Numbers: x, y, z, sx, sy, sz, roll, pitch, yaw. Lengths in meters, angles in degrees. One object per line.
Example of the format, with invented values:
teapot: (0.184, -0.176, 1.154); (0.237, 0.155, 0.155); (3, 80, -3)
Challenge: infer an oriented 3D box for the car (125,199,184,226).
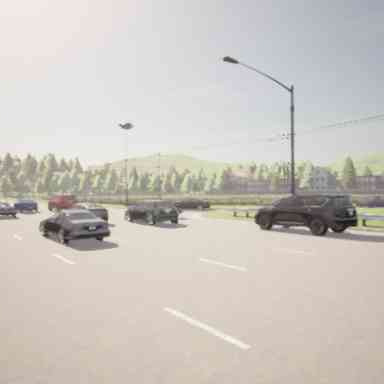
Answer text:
car: (-2.938, 1.344, 23.687); (2.097, 1.767, 4.553); (-1, 0, -38)

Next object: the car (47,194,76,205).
car: (-15.268, 1.296, 39.215); (2.150, 2.045, 5.566); (-1, 0, -38)

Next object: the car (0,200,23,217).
car: (-17.816, 1.654, 31.174); (2.033, 1.411, 5.357); (-1, 0, -38)

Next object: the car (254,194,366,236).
car: (5.976, 1.142, 18.086); (2.150, 2.045, 5.566); (-1, -1, -38)

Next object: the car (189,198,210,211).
car: (-0.361, 1.429, 38.999); (5.008, 1.535, 1.882); (0, 0, 8)

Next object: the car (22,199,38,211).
car: (-19.482, 1.588, 38.897); (1.882, 1.535, 5.008); (-1, 0, -38)

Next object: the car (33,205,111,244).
car: (-5.769, 1.573, 15.996); (2.033, 1.411, 5.357); (-1, 0, -38)

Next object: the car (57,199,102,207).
car: (-7.725, 1.523, 24.093); (2.128, 1.511, 4.902); (-1, 0, -38)

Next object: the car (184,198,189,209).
car: (-2.791, 1.475, 29.131); (2.128, 1.511, 4.902); (-1, 0, -39)

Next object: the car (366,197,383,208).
car: (22.648, 1.319, 41.560); (4.181, 1.385, 1.994); (-1, 0, -13)

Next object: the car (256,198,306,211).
car: (10.370, 1.409, 38.961); (5.357, 1.411, 2.033); (0, 0, -8)
